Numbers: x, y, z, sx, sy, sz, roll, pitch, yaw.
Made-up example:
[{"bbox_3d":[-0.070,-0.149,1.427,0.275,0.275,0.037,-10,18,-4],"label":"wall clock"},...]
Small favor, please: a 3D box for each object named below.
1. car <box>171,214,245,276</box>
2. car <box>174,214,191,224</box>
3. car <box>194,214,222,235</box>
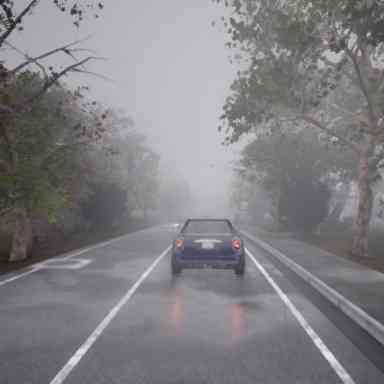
[{"bbox_3d":[0.547,1.557,11.196,2.097,1.767,4.553,0,-2,3],"label":"car"},{"bbox_3d":[-1.301,3.775,47.388,1.895,1.301,4.718,0,-3,4],"label":"car"},{"bbox_3d":[1.305,2.553,26.926,2.033,1.411,5.357,0,-3,3],"label":"car"}]
